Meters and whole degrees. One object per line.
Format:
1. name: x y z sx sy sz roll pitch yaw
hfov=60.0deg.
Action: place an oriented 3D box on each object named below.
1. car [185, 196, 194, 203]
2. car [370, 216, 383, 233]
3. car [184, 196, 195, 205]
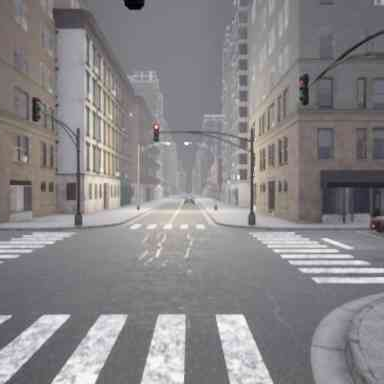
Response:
1. car: -0.542 1.513 69.441 1.812 1.442 4.674 0 0 0
2. car: 11.641 1.520 17.240 4.507 1.381 1.887 0 0 0
3. car: -0.463 1.509 59.437 1.812 1.442 4.674 0 0 0
